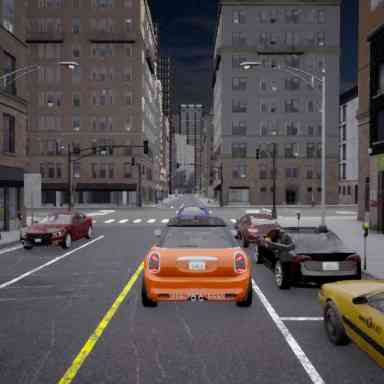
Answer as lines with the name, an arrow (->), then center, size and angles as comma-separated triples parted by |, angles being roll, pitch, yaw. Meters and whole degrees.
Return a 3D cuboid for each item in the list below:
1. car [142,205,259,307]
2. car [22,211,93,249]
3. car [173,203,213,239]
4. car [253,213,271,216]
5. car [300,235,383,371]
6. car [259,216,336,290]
car -> 0.092, 1.350, 8.138 | 2.097, 1.767, 4.553 | 0, 0, 0
car -> -5.687, 1.541, 14.521 | 1.887, 1.381, 4.507 | -1, 0, 0
car -> 0.090, 1.472, 18.426 | 1.882, 1.535, 5.008 | 0, 0, 1
car -> 2.858, 1.578, 14.529 | 1.802, 1.307, 4.206 | -1, 0, 0
car -> 2.864, 1.524, 3.527 | 1.752, 1.417, 4.829 | -1, 0, 0
car -> 2.861, 1.563, 8.943 | 1.947, 1.339, 4.313 | -1, 0, 0
